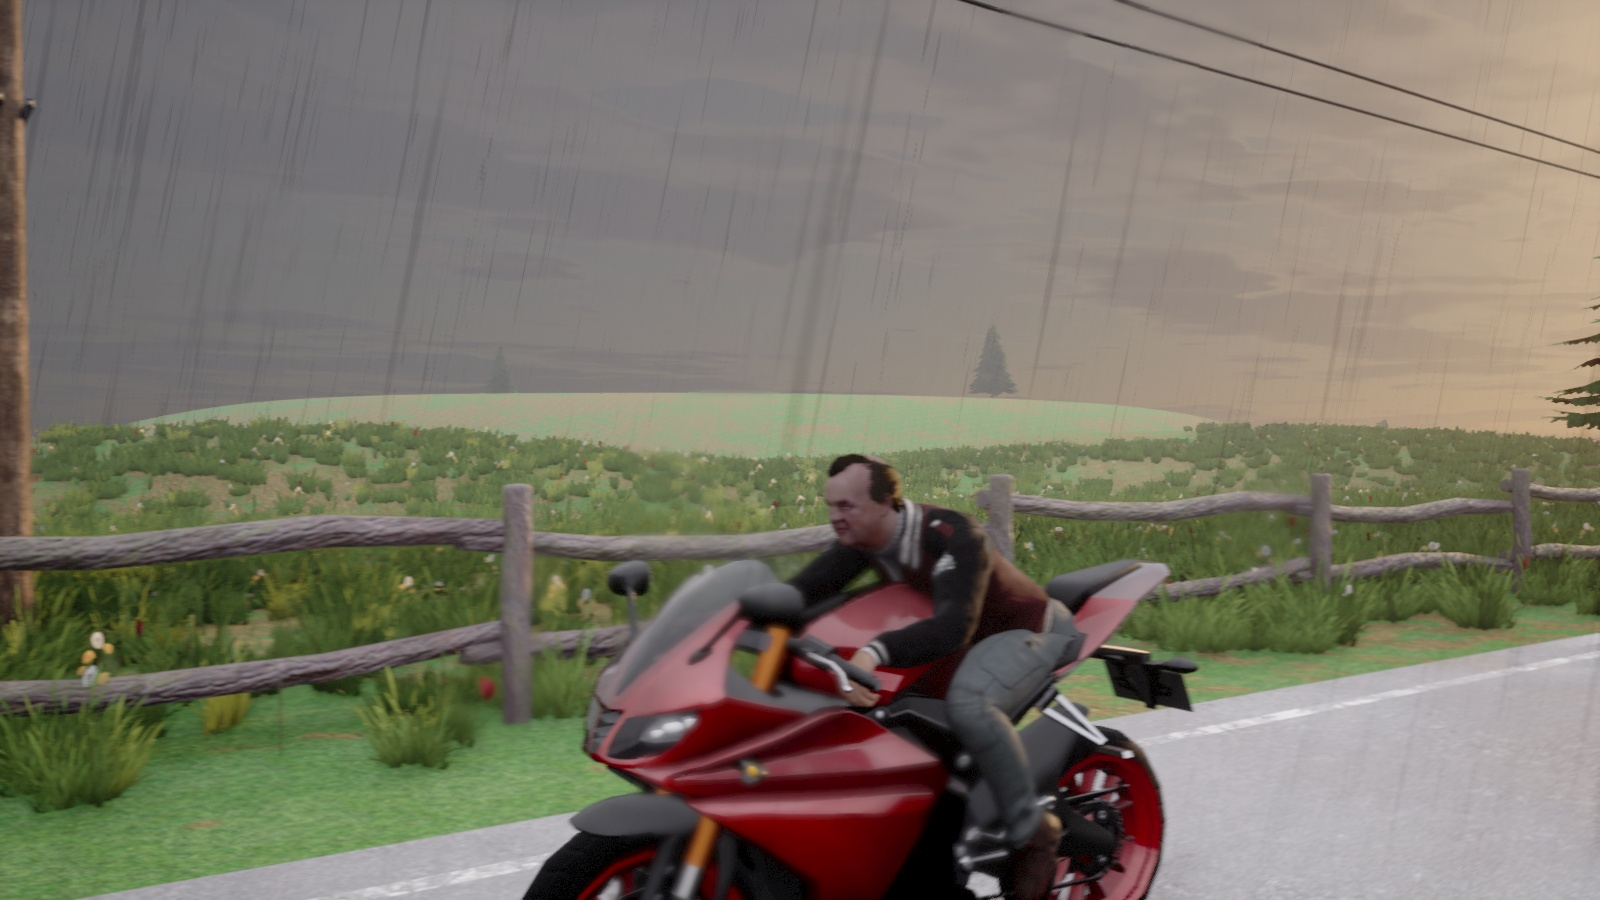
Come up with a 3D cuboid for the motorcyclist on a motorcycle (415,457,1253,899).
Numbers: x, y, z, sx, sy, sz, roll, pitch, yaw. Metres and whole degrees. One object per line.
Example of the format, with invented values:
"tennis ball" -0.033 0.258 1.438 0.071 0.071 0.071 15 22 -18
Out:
"motorcyclist on a motorcycle" 0.183 0.788 3.420 2.191 1.530 0.866 0 0 -35
